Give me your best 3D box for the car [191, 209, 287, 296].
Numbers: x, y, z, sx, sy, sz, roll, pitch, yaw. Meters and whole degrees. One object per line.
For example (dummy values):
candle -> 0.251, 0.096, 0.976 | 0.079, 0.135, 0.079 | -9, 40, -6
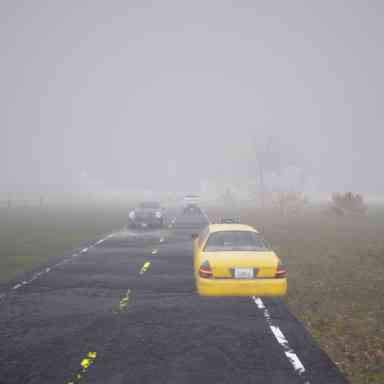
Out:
car -> 0.943, 1.454, 8.634 | 1.801, 1.575, 5.366 | 0, 0, 0

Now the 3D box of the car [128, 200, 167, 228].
car -> -2.803, 1.347, 21.749 | 2.097, 1.767, 4.553 | 0, 0, 0

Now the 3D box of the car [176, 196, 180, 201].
car -> -2.953, 1.601, 81.258 | 1.895, 1.301, 4.718 | 0, 0, 0

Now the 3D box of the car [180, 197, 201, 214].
car -> -0.009, 1.518, 34.900 | 1.812, 1.442, 4.674 | 0, 0, 0

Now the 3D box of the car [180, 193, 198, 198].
car -> -0.086, 1.212, 45.226 | 2.150, 2.045, 5.566 | 0, 0, 0
